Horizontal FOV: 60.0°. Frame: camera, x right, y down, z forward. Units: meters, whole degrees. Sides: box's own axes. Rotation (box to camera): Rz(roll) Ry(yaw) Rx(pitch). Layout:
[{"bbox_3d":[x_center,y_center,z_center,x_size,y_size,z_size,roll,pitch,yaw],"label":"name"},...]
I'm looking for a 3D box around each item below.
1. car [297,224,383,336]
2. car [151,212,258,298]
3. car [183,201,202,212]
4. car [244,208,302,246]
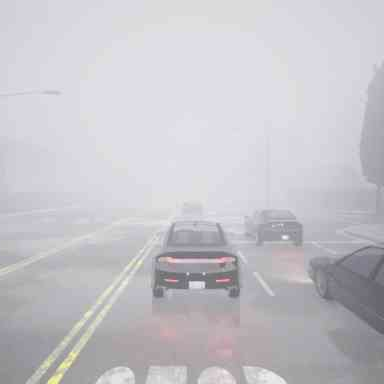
[{"bbox_3d":[3.591,1.543,5.288,2.033,1.411,5.357,0,0,0],"label":"car"},{"bbox_3d":[0.087,1.485,8.500,2.128,1.511,4.902,0,0,0],"label":"car"},{"bbox_3d":[0.046,1.574,33.985,1.895,1.301,4.718,0,0,0],"label":"car"},{"bbox_3d":[3.576,1.493,15.198,1.837,1.490,4.892,0,0,0],"label":"car"}]
